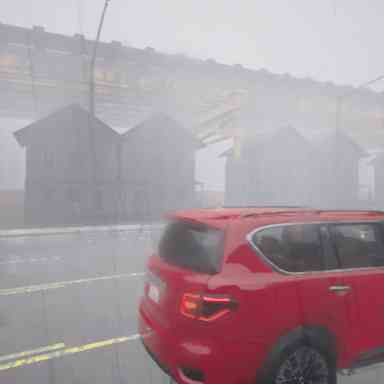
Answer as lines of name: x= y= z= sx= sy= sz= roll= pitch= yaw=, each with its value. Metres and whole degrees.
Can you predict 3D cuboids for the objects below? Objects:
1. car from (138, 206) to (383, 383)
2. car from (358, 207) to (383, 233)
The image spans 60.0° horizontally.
car: x=2.041 y=1.236 z=4.730 sx=5.566 sy=2.045 sz=2.150 roll=1 pitch=-1 yaw=-23
car: x=12.528 y=1.654 z=20.365 sx=4.181 sy=1.385 sz=1.994 roll=0 pitch=0 yaw=-22
